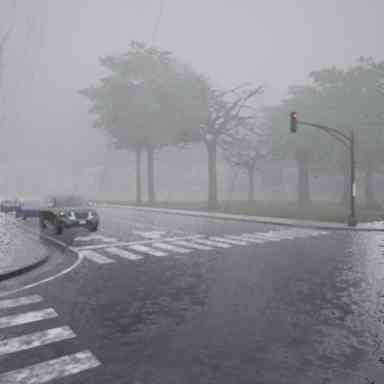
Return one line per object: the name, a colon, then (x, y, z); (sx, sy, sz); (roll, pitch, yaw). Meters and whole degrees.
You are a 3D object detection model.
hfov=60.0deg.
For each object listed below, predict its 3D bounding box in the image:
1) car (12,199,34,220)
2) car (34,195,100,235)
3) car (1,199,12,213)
car: (-13.211, 1.409, 27.411); (1.882, 1.535, 5.008); (0, 0, -36)
car: (-7.205, 1.183, 19.174); (2.150, 2.045, 5.566); (0, 0, -36)
car: (-19.289, 1.455, 35.761); (2.033, 1.411, 5.357); (0, 0, -36)
